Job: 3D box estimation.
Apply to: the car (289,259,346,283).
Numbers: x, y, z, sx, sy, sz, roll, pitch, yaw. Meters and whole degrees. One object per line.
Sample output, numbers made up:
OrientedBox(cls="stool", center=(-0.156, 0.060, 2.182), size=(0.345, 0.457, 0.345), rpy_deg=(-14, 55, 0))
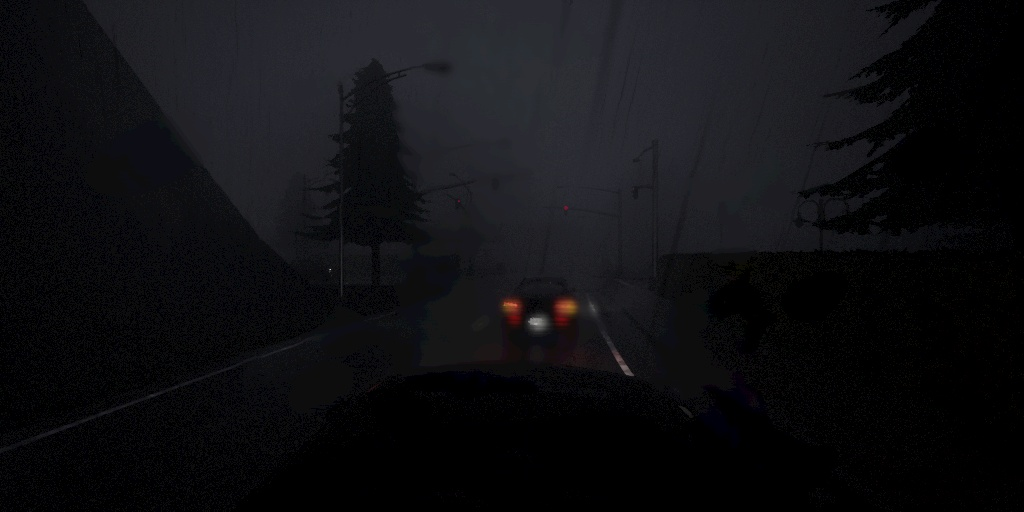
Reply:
OrientedBox(cls="car", center=(-15.349, 1.102, 27.909), size=(4.553, 1.767, 2.097), rpy_deg=(0, 0, 9))

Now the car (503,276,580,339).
OrientedBox(cls="car", center=(0.918, 1.276, 10.056), size=(1.812, 1.442, 4.674), rpy_deg=(0, 0, 9))

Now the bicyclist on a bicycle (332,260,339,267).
OrientedBox(cls="bicyclist on a bicycle", center=(-17.372, 1.203, 35.331), size=(0.582, 1.620, 1.656), rpy_deg=(0, 0, 8))
